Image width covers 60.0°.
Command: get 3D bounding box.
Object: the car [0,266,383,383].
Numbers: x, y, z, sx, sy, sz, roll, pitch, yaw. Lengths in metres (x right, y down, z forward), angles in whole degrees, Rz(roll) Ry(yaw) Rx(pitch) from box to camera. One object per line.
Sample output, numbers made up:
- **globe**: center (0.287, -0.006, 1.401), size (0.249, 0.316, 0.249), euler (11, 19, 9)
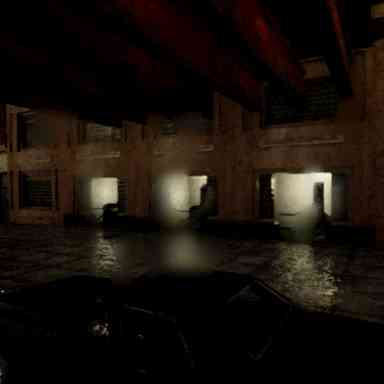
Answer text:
- **car**: center (-0.420, 1.543, 3.605), size (4.718, 1.301, 1.895), euler (0, 1, 28)
